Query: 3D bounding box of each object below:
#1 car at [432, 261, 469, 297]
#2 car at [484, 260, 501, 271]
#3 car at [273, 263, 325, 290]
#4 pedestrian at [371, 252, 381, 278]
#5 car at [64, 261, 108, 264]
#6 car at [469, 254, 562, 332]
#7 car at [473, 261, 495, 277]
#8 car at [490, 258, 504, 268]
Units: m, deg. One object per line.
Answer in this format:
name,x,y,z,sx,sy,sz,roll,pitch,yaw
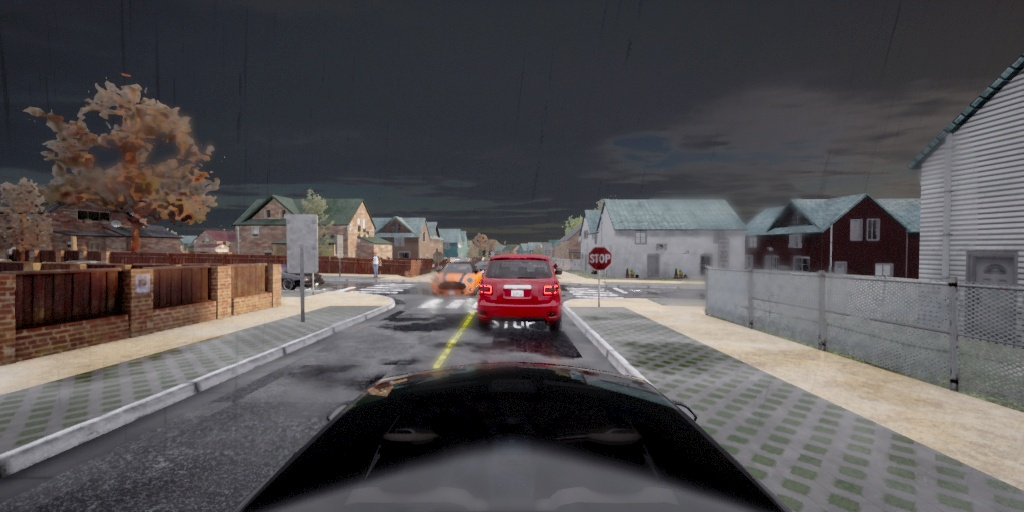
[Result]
car,-2.787,1.100,18.979,2.097,1.767,4.553,1,1,0
car,-2.687,1.281,50.659,2.033,1.411,5.357,0,0,1
car,-13.221,1.082,19.551,5.357,1.411,2.033,1,1,3
pedestrian,-9.619,0.612,25.370,0.375,1.860,0.375,0,0,1
car,-23.209,0.930,19.773,4.718,1.301,1.895,1,1,1
car,0.369,0.969,11.060,2.150,2.045,5.566,0,0,5
car,-2.753,1.248,36.418,1.837,1.490,4.892,0,0,0
car,-2.636,1.212,63.758,2.128,1.511,4.902,0,0,1
